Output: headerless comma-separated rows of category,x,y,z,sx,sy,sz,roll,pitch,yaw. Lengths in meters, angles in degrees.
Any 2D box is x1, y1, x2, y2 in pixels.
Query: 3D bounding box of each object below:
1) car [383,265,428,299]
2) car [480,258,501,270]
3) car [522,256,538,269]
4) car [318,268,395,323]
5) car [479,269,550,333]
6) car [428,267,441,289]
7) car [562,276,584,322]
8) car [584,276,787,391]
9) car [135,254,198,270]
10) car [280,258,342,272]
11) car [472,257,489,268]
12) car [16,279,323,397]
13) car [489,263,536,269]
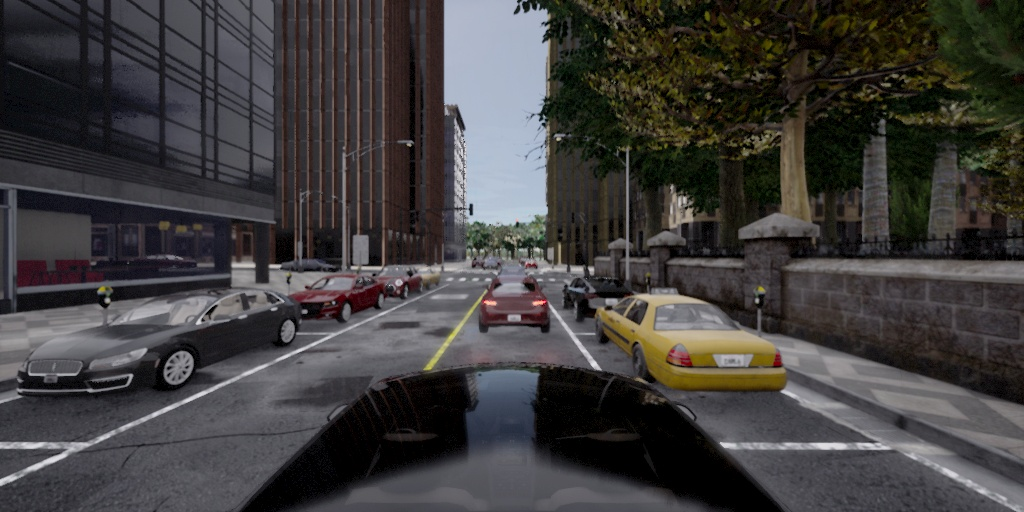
car,-5.724,1.182,17.570,1.967,1.591,4.097,0,0,0
car,-2.968,1.297,50.990,1.994,1.385,4.181,0,0,1
car,2.888,1.173,54.977,1.967,1.591,4.097,0,0,0
car,-5.736,1.290,12.113,1.888,1.381,4.507,0,0,0
car,0.075,1.271,10.618,1.812,1.442,4.674,0,0,0
car,-5.711,1.265,22.857,1.751,1.417,4.829,0,0,0
car,2.789,1.310,12.096,1.948,1.339,4.313,0,0,0
car,2.777,1.273,6.809,1.751,1.417,4.829,0,0,0
car,-33.215,0.593,34.524,5.008,1.535,1.882,1,0,0
car,-19.237,0.932,34.515,5.357,1.411,2.033,1,0,0
car,-5.624,1.048,60.435,2.192,1.841,5.009,0,0,0
car,-5.749,1.298,6.656,2.007,1.370,4.403,0,0,0
car,0.045,1.289,20.181,2.033,1.411,5.357,0,0,0
